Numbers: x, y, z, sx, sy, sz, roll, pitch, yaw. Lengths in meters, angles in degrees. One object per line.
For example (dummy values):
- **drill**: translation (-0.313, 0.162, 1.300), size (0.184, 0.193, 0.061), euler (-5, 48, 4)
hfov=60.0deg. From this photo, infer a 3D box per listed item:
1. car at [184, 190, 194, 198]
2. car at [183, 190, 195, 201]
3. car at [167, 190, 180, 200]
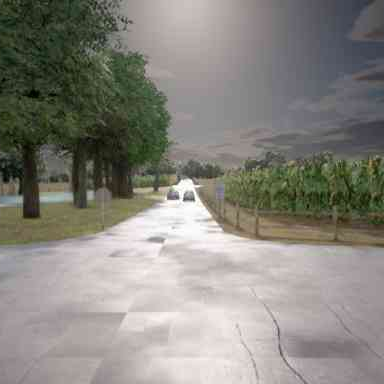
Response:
- **car**: translation (-0.582, 0.354, 64.676), size (1.882, 1.535, 5.008), euler (0, 2, -1)
- **car**: translation (-0.492, 0.757, 54.682), size (1.994, 1.385, 4.181), euler (0, 2, -1)
- **car**: translation (-3.280, 0.422, 58.852), size (2.097, 1.767, 4.553), euler (0, 2, -1)
